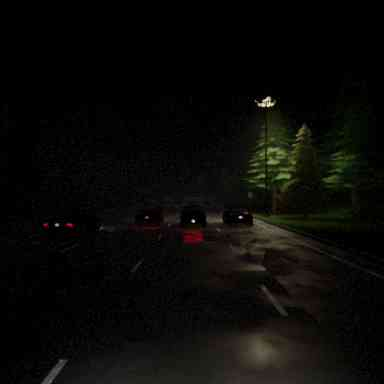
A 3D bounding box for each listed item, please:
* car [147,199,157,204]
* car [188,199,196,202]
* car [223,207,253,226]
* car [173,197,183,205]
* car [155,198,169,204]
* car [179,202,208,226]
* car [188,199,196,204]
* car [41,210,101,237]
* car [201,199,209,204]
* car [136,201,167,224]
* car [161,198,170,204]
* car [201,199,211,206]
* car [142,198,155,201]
[{"bbox_3d":[-10.528,2.445,87.683,2.033,1.411,5.357,0,-1,0],"label":"car"},{"bbox_3d":[-0.024,2.472,77.714,1.895,1.301,4.718,0,-1,0],"label":"car"},{"bbox_3d":[3.593,1.868,26.619,1.994,1.385,4.181,0,-1,0],"label":"car"},{"bbox_3d":[-3.525,2.440,78.067,1.994,1.385,4.181,0,-1,0],"label":"car"},{"bbox_3d":[-7.025,2.404,78.100,1.812,1.442,4.674,0,-1,0],"label":"car"},{"bbox_3d":[0.093,1.801,25.798,1.837,1.490,4.892,0,0,0],"label":"car"},{"bbox_3d":[-0.028,2.501,87.716,1.895,1.301,4.718,0,-1,0],"label":"car"},{"bbox_3d":[-6.904,1.770,19.521,2.033,1.411,5.357,0,-1,0],"label":"car"},{"bbox_3d":[3.472,2.458,87.687,1.994,1.385,4.181,0,-1,0],"label":"car"},{"bbox_3d":[-3.408,1.792,27.552,1.882,1.535,5.008,0,0,0],"label":"car"},{"bbox_3d":[-7.028,2.388,88.101,1.882,1.535,5.008,0,-1,0],"label":"car"},{"bbox_3d":[3.476,2.472,77.716,1.895,1.301,4.718,0,-1,0],"label":"car"},{"bbox_3d":[-10.525,2.234,78.070,2.097,1.767,4.553,0,-1,0],"label":"car"}]
